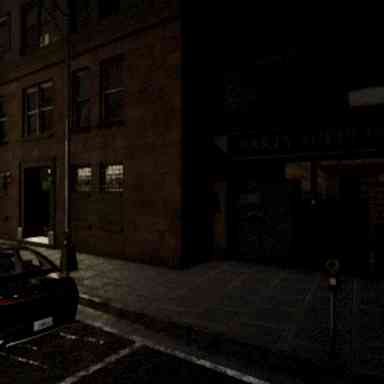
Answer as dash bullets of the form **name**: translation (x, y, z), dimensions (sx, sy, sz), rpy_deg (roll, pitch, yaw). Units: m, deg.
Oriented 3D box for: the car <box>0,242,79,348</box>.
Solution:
- **car**: translation (-3.797, 1.566, 5.811), dimensions (4.403, 1.369, 2.008), rpy_deg (0, 0, 36)
